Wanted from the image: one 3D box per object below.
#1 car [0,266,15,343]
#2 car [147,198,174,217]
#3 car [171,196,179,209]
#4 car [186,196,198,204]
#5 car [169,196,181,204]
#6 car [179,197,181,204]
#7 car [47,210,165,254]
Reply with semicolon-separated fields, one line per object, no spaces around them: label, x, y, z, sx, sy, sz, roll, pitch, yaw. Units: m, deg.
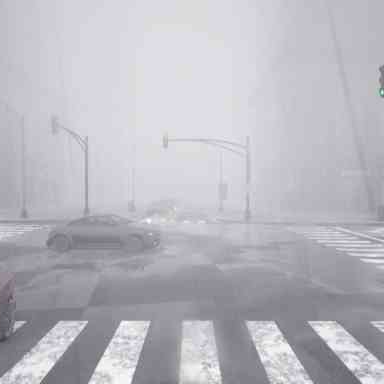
car;-3.244;1.525;3.548;1.812;1.442;4.674;1;0;-17
car;-3.123;1.540;31.290;2.033;1.411;5.357;0;0;0
car;-3.128;1.539;41.363;2.033;1.411;5.357;0;0;0
car;-0.021;1.514;62.620;1.812;1.442;4.674;0;0;0
car;-3.068;1.466;61.938;1.882;1.535;5.008;0;0;1
car;-3.115;1.554;51.446;1.994;1.385;4.181;0;0;1
car;-3.311;1.541;12.858;4.181;1.385;1.994;0;0;0
